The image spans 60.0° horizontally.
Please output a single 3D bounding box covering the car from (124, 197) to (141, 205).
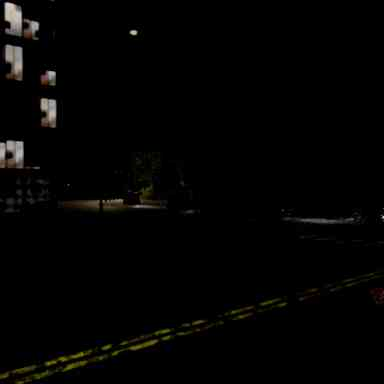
[{"bbox_3d":[-11.254,1.698,62.281,2.128,1.511,4.902,-1,0,-33],"label":"car"}]

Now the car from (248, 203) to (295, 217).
[{"bbox_3d":[7.775,1.768,32.796,1.895,1.301,4.718,-1,0,-33],"label":"car"}]

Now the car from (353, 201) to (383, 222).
[{"bbox_3d":[15.069,1.482,26.533,2.097,1.767,4.553,-1,0,-13],"label":"car"}]

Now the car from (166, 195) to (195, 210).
[{"bbox_3d":[-1.666,1.408,47.342,2.150,2.045,5.566,-1,0,-33],"label":"car"}]
